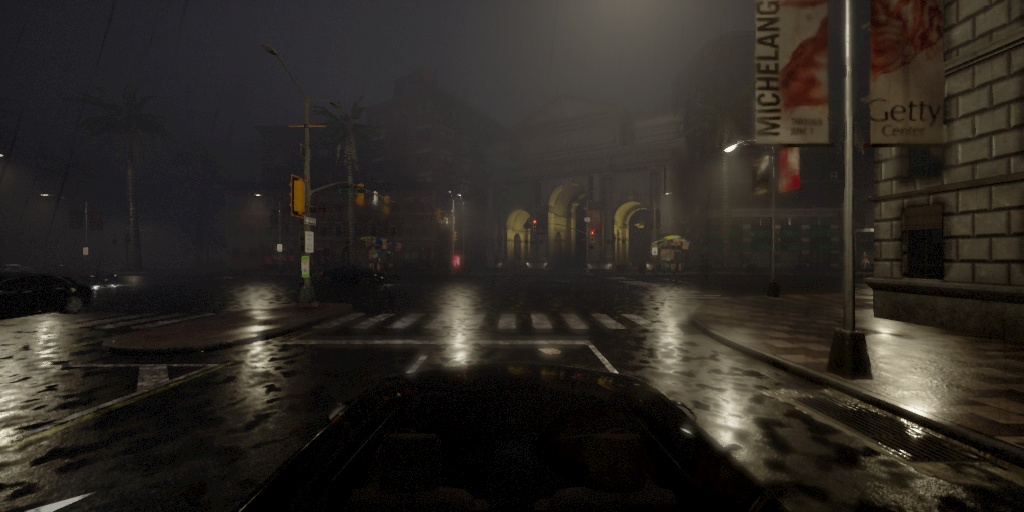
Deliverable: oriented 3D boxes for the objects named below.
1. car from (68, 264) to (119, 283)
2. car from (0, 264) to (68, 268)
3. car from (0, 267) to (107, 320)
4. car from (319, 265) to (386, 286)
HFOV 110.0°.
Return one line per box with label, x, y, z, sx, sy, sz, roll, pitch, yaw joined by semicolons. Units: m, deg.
car;-31.065;1.298;25.128;5.357;1.411;2.033;0;0;1
car;-30.536;1.242;21.560;4.902;1.511;2.128;0;0;2
car;-15.419;1.255;10.632;1.837;1.490;4.892;2;0;-13
car;-11.029;1.314;24.927;4.181;1.385;1.994;0;0;1
